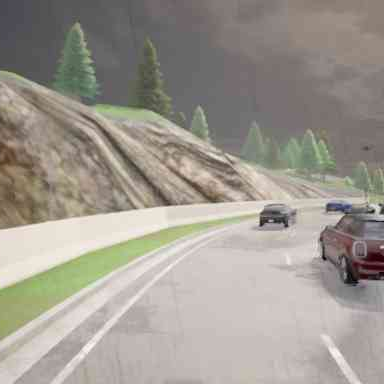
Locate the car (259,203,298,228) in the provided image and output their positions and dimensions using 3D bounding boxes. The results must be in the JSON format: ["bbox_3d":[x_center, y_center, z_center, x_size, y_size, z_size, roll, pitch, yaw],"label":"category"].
[{"bbox_3d":[5.994,1.554,22.837,1.837,1.490,4.892,0,0,27],"label":"car"}]

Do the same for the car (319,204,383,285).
[{"bbox_3d":[5.055,1.393,9.531,2.097,1.767,4.553,1,0,12],"label":"car"}]

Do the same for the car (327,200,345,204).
[{"bbox_3d":[16.831,1.615,38.161,1.882,1.535,5.008,0,0,38],"label":"car"}]

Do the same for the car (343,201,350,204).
[{"bbox_3d":[15.764,1.730,30.965,1.895,1.301,4.718,0,0,37],"label":"car"}]
